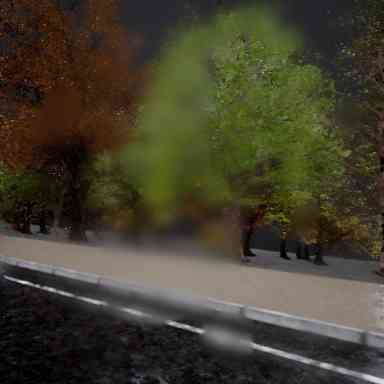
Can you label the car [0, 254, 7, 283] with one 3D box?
[{"bbox_3d":[-6.748,1.678,8.404,5.357,1.411,2.033,-1,-1,36],"label":"car"}]
